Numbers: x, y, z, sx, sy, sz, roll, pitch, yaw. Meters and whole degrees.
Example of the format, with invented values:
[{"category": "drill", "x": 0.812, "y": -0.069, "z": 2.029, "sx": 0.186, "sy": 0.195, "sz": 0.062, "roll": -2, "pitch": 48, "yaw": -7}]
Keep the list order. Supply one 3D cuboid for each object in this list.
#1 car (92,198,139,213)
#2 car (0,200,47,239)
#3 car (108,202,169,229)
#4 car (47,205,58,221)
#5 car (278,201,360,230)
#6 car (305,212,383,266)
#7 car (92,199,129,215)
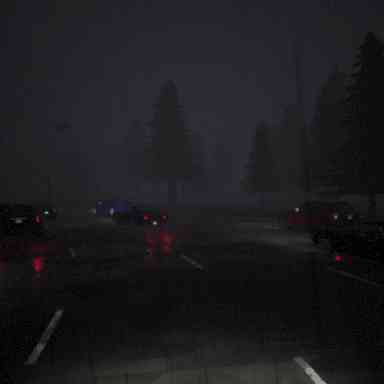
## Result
[{"category": "car", "x": -8.600, "y": 1.431, "z": 36.966, "sx": 5.357, "sy": 1.411, "sz": 2.033, "roll": 0, "pitch": 0, "yaw": 35}, {"category": "car", "x": -8.845, "y": 1.331, "z": 16.665, "sx": 2.097, "sy": 1.767, "sz": 4.553, "roll": -1, "pitch": 0, "yaw": -31}, {"category": "car", "x": -3.434, "y": 1.524, "z": 21.338, "sx": 1.895, "sy": 1.301, "sz": 4.718, "roll": 0, "pitch": 0, "yaw": -34}, {"category": "car", "x": -12.185, "y": 1.521, "z": 25.868, "sx": 4.181, "sy": 1.385, "sz": 1.994, "roll": 0, "pitch": 0, "yaw": 43}, {"category": "car", "x": 6.631, "y": 1.228, "z": 17.668, "sx": 2.097, "sy": 1.767, "sz": 4.553, "roll": -1, "pitch": 0, "yaw": -23}, {"category": "car", "x": 5.689, "y": 1.519, "z": 9.972, "sx": 1.895, "sy": 1.301, "sz": 4.718, "roll": 0, "pitch": 0, "yaw": -15}, {"category": "car", "x": -7.409, "y": 1.382, "z": 30.958, "sx": 5.008, "sy": 1.535, "sz": 1.882, "roll": 0, "pitch": 0, "yaw": 43}]
